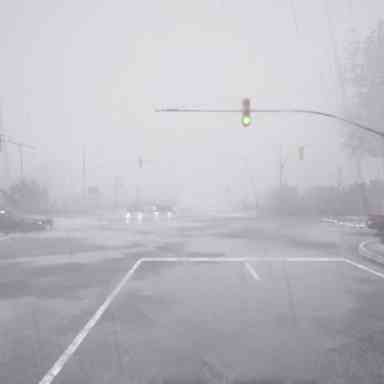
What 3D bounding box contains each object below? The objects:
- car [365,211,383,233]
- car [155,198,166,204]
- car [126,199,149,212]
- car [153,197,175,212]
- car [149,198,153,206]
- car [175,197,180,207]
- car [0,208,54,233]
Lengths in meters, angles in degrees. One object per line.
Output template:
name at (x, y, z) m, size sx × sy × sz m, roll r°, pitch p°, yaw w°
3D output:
car at (12.428, 1.594, 18.546) m, size 5.008 × 1.535 × 1.882 m, roll 0°, pitch 0°, yaw 3°
car at (-7.003, 1.988, 73.917) m, size 2.033 × 1.411 × 5.357 m, roll 0°, pitch 0°, yaw 0°
car at (-7.102, 1.862, 42.646) m, size 1.895 × 1.301 × 4.718 m, roll 0°, pitch 0°, yaw 0°
car at (-3.599, 1.745, 43.604) m, size 1.882 × 1.535 × 5.008 m, roll 0°, pitch 0°, yaw 0°
car at (-7.079, 1.864, 58.464) m, size 1.837 × 1.490 × 4.892 m, roll 0°, pitch -1°, yaw 0°
car at (-3.584, 1.829, 57.439) m, size 1.882 × 1.535 × 5.008 m, roll 0°, pitch 0°, yaw 1°
car at (-11.180, 1.671, 19.880) m, size 5.357 × 1.411 × 2.033 m, roll 0°, pitch 0°, yaw 3°
